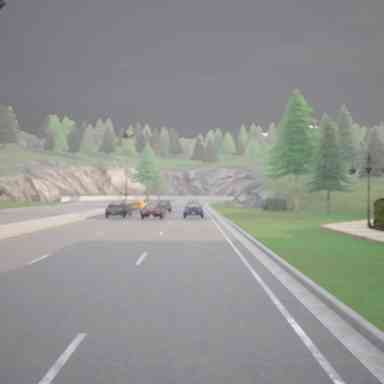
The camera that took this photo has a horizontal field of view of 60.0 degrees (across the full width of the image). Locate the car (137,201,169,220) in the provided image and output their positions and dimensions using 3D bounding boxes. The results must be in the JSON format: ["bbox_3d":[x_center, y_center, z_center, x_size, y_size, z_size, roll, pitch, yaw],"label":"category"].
[{"bbox_3d":[-3.400,1.733,30.016,1.895,1.301,4.718,0,0,0],"label":"car"}]

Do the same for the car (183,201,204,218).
[{"bbox_3d":[0.133,1.666,31.565,1.812,1.442,4.674,0,0,0],"label":"car"}]

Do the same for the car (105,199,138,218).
[{"bbox_3d":[-6.892,1.631,31.671,2.128,1.511,4.902,0,0,0],"label":"car"}]

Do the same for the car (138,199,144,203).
[{"bbox_3d":[-6.905,1.666,42.926,1.882,1.535,5.008,0,0,0],"label":"car"}]

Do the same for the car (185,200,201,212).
[{"bbox_3d":[0.146,1.790,42.646,1.895,1.301,4.718,0,0,0],"label":"car"}]

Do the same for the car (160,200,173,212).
[{"bbox_3d":[-3.424,1.728,40.940,2.033,1.411,5.357,0,0,0],"label":"car"}]
